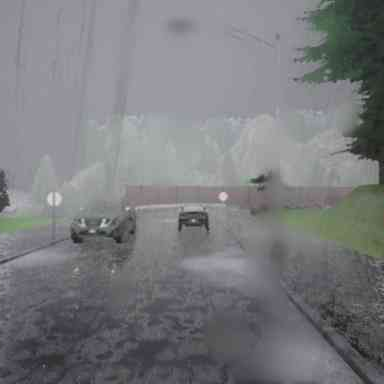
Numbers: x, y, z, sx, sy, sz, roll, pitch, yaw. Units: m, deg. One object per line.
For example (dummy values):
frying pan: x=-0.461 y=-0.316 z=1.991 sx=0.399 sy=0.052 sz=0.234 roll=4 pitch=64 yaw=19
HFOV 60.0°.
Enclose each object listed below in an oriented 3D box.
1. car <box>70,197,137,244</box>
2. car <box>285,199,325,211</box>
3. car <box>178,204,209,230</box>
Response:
car: x=-4.105 y=1.269 z=16.455 sx=2.150 sy=2.045 sz=5.566 roll=0 pitch=0 yaw=0
car: x=13.900 y=1.608 z=41.222 sx=4.902 sy=1.511 sz=2.128 roll=0 pitch=0 yaw=4
car: x=0.098 y=1.540 z=21.865 sx=1.882 sy=1.535 sz=5.008 roll=0 pitch=0 yaw=0
